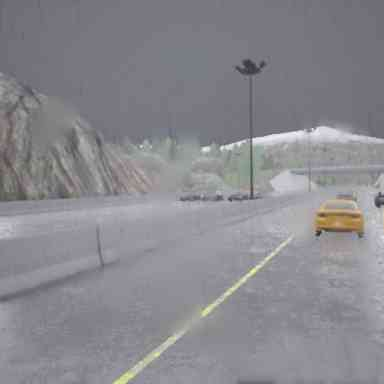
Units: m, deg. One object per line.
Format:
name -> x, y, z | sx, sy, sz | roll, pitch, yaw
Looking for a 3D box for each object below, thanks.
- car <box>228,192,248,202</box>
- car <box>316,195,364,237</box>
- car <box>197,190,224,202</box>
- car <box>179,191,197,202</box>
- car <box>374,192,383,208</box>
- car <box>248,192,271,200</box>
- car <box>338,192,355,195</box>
car -> 6.806, 0.672, 47.869 | 2.033, 1.411, 5.357 | 0, 1, 26
car -> 7.075, 1.119, 15.867 | 1.882, 1.535, 5.008 | 0, 1, 26
car -> 2.941, 0.529, 47.950 | 2.097, 1.767, 4.553 | 0, 1, 26
car -> -0.134, 0.701, 49.622 | 1.837, 1.490, 4.892 | 0, 0, 26
car -> 18.814, 0.699, 32.200 | 2.128, 1.511, 4.902 | 0, 1, 26
car -> 9.593, 0.686, 45.613 | 1.994, 1.385, 4.181 | 0, 1, 26
car -> 15.841, 0.711, 34.094 | 2.128, 1.511, 4.902 | 0, 1, 26
